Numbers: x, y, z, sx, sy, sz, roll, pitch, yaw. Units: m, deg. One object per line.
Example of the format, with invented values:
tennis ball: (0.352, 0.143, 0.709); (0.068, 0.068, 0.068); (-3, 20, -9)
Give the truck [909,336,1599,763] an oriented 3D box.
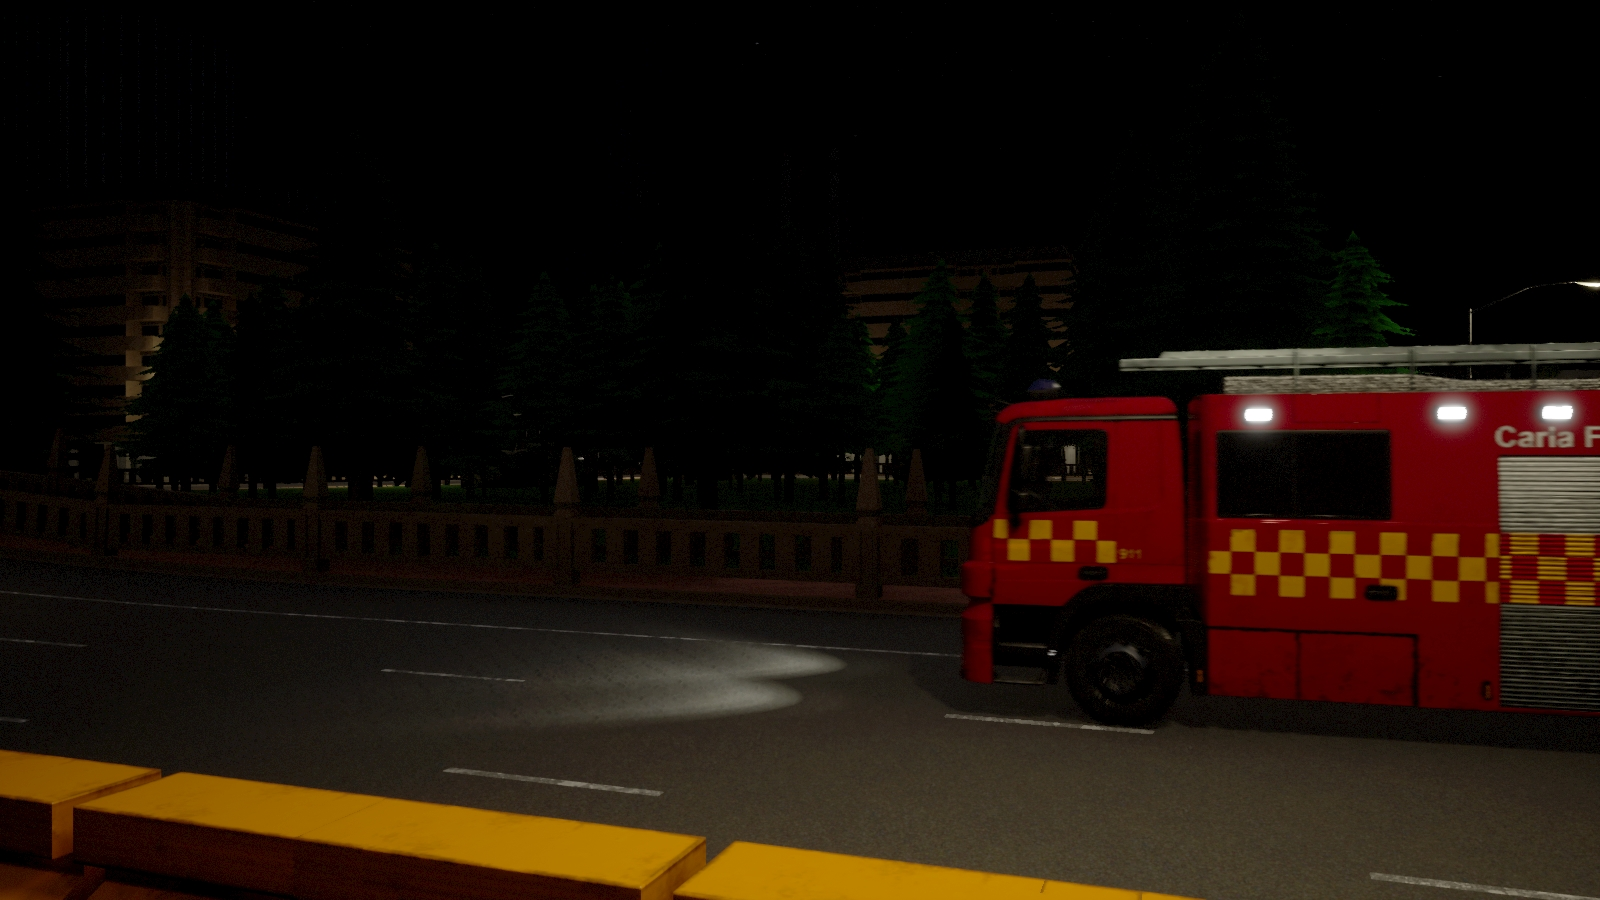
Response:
truck: (5.613, 0.891, 12.207); (8.468, 3.827, 2.891); (0, 0, 16)
